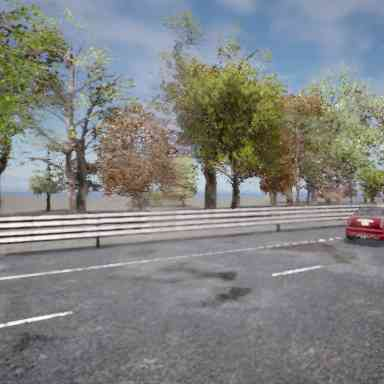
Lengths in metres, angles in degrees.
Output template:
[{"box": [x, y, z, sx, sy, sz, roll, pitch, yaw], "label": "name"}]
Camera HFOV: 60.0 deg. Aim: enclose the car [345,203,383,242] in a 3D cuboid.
[{"box": [9.120, 1.346, 15.131, 4.553, 1.767, 2.097, 0, 0, -31], "label": "car"}]
